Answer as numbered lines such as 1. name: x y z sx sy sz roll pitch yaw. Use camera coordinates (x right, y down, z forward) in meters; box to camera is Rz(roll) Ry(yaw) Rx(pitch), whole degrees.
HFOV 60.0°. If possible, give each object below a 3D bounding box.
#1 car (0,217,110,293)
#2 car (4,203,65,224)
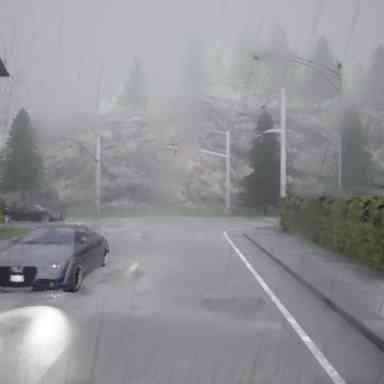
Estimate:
1. car: -3.569 1.581 8.792 1.994 1.385 4.181 0 0 0
2. car: -12.015 1.621 24.922 4.892 1.490 1.837 1 0 1
